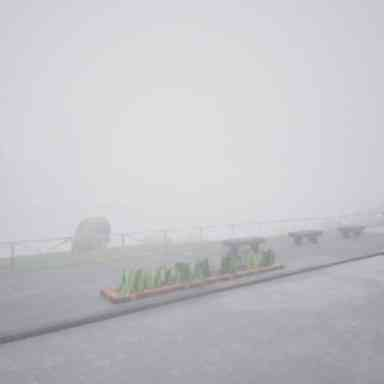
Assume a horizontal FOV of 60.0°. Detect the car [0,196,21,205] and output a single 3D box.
[{"bbox_3d":[-32.155,1.454,57.158,5.008,1.535,1.882,0,0,-36],"label":"car"}]
